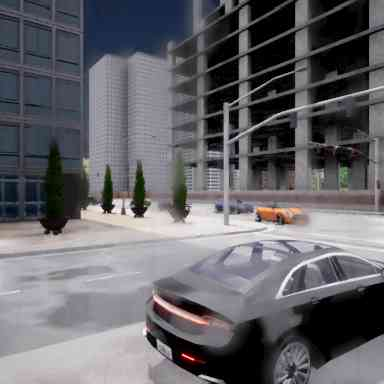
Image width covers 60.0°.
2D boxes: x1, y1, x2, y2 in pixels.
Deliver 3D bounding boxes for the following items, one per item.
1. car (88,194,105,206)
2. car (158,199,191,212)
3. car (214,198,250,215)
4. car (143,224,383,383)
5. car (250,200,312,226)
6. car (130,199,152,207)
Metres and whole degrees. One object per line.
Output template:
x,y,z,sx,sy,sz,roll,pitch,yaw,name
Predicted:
-16.479,1.281,57.255,2.150,2.045,5.566,0,0,-36,car
-1.983,1.547,37.179,2.128,1.511,4.902,0,0,-36,car
4.314,1.407,34.472,2.097,1.767,4.553,0,0,-36,car
1.662,1.492,5.040,4.902,1.511,2.128,0,0,-36,car
6.347,1.394,23.552,2.097,1.767,4.553,0,0,-18,car
-7.889,1.619,51.280,1.994,1.385,4.181,0,0,-36,car
